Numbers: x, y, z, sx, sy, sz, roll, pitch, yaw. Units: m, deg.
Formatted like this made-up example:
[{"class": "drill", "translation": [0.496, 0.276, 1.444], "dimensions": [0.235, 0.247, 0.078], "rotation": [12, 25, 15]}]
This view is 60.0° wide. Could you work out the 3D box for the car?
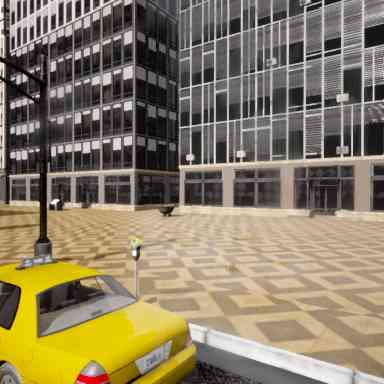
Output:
[{"class": "car", "translation": [-2.228, 1.525, 4.479], "dimensions": [4.829, 1.417, 1.752], "rotation": [0, 0, 36]}]
